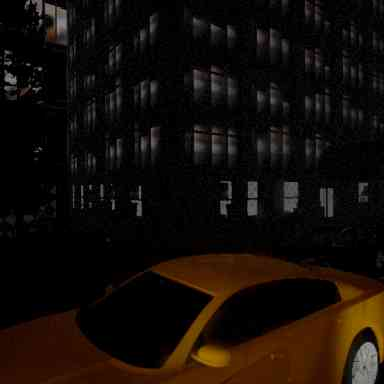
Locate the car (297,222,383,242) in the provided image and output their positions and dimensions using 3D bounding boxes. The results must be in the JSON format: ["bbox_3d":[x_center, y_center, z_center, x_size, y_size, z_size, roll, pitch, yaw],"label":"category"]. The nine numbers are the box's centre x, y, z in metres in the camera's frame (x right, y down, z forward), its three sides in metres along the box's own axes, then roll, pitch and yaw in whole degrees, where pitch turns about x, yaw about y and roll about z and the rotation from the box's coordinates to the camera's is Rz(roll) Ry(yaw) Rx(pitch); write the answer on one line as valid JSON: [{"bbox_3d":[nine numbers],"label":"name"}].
[{"bbox_3d":[3.807,1.549,9.308,4.403,1.369,2.008,0,-1,-36],"label":"car"}]

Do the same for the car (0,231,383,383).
[{"bbox_3d":[0.153,1.477,3.496,5.008,1.535,1.882,0,0,-36],"label":"car"}]
